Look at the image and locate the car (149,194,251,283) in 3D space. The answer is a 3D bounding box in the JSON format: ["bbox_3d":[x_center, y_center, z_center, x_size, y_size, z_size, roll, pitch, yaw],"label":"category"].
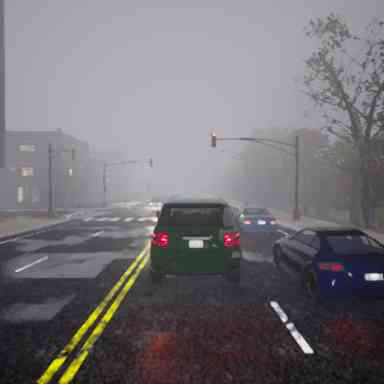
[{"bbox_3d":[0.098,1.175,9.658,2.150,2.045,5.566,0,0,0],"label":"car"}]

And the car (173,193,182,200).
[{"bbox_3d":[-3.370,1.120,78.008,1.882,1.535,5.008,0,0,0],"label":"car"}]

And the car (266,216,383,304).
[{"bbox_3d":[3.351,1.525,8.132,1.994,1.385,4.181,0,0,0],"label":"car"}]

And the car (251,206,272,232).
[{"bbox_3d":[3.315,1.463,18.059,2.033,1.411,5.357,0,0,3],"label":"car"}]

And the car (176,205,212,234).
[{"bbox_3d":[0.101,1.510,19.509,1.895,1.301,4.718,0,0,0],"label":"car"}]

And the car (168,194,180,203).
[{"bbox_3d":[-3.362,1.190,62.551,1.882,1.535,5.008,0,0,0],"label":"car"}]

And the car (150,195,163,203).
[{"bbox_3d":[-6.608,1.314,62.423,1.895,1.301,4.718,0,0,0],"label":"car"}]

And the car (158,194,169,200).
[{"bbox_3d":[-6.621,1.183,77.925,2.033,1.411,5.357,0,0,0],"label":"car"}]
